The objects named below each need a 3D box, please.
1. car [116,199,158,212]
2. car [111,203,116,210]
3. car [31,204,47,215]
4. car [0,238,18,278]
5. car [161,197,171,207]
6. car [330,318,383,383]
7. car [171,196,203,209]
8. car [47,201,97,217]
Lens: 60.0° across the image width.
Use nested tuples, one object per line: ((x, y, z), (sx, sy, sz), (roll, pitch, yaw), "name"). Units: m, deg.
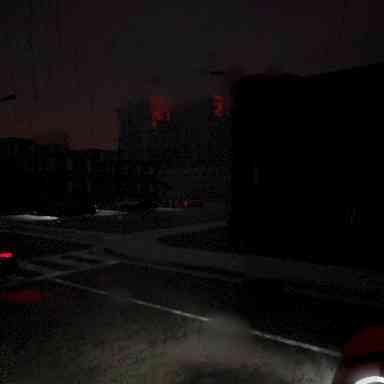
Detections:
((-6.227, 1.656, 39.222), (1.895, 1.301, 4.718), (0, 0, 36), "car")
((-8.215, 1.588, 42.442), (1.812, 1.442, 4.674), (0, 0, 35), "car")
((-13.799, 1.610, 34.635), (2.033, 1.411, 5.357), (0, 0, 35), "car")
((-6.570, 1.569, 9.275), (2.033, 1.411, 5.357), (0, 0, -44), "car")
((-2.598, 1.414, 50.299), (2.097, 1.767, 4.553), (0, 0, 36), "car")
((3.136, 1.348, 1.757), (4.553, 1.767, 2.097), (0, 0, 35), "car")
((-0.383, 1.407, 47.386), (2.097, 1.767, 4.553), (0, 0, 36), "car")
((-11.280, 1.620, 32.131), (1.994, 1.385, 4.181), (0, 0, 36), "car")
